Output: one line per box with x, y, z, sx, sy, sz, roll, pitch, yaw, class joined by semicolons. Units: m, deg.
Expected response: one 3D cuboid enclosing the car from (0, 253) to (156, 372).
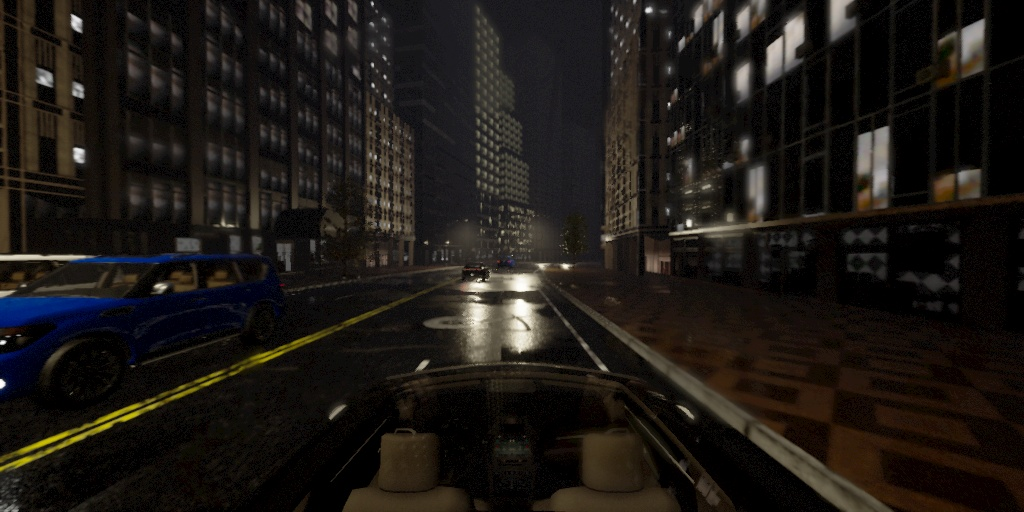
-9.842;0.970;6.051;2.150;2.045;5.566;0;0;0;car

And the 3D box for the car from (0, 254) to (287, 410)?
-6.590;0.970;6.474;2.150;2.045;5.566;0;0;0;car

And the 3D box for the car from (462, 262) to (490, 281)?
-2.943;1.245;29.644;2.128;1.511;4.902;0;0;2;car

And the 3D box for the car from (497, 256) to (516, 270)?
-0.827;1.005;53.691;2.150;2.045;5.566;0;0;8;car
